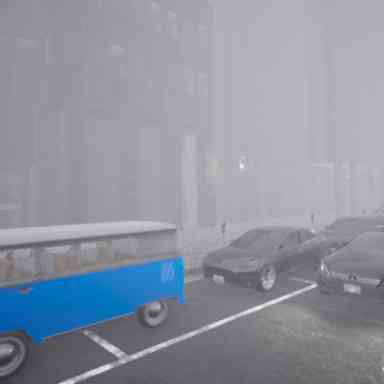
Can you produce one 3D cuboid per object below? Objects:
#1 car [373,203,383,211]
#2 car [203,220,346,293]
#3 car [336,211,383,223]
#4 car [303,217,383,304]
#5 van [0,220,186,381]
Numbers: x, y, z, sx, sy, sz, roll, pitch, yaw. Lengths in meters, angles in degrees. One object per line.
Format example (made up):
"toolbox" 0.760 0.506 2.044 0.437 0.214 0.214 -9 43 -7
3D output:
"car" 10.565 1.336 16.723 5.009 1.841 2.192 0 -1 -42
"car" 2.227 1.627 9.138 4.313 1.339 1.947 0 -1 -42
"car" 6.398 1.607 12.930 4.313 1.339 1.947 0 -1 -42
"car" 4.710 1.541 7.795 4.674 1.442 1.812 0 -1 -42
"van" -1.948 1.422 5.350 3.998 1.788 1.690 0 -1 -42
